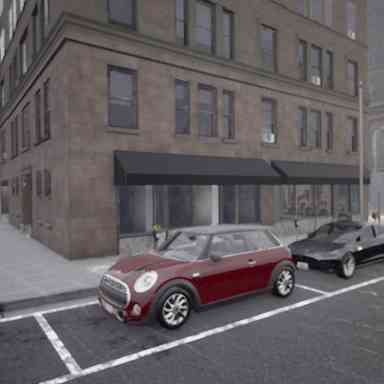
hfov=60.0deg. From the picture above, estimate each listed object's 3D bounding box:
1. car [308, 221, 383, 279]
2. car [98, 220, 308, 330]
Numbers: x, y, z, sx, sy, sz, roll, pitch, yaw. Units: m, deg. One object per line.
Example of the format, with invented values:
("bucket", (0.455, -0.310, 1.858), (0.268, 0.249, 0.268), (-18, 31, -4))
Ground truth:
("car", (4.679, 1.563, 10.023), (4.313, 1.339, 1.947), (0, -1, -36))
("car", (0.204, 1.439, 6.816), (4.097, 1.590, 1.967), (0, -1, -36))
